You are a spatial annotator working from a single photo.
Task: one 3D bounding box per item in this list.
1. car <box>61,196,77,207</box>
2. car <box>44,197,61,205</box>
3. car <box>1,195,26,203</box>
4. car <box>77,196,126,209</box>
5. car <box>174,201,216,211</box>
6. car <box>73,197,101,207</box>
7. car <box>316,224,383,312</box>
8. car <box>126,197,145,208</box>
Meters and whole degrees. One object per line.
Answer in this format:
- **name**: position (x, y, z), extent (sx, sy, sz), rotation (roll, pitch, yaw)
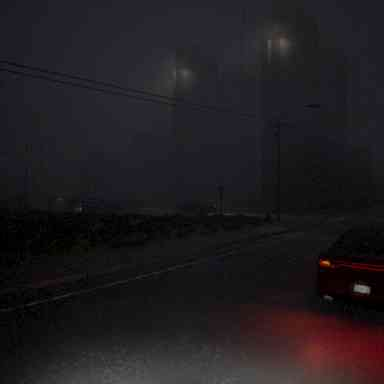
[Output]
- **car**: position (-17.355, 1.416, 50.509), extent (4.553, 1.767, 2.097), rotation (0, 0, 39)
- **car**: position (-25.563, 1.583, 61.736), extent (4.902, 1.511, 2.128), rotation (0, 0, 39)
- **car**: position (-29.557, 1.415, 55.222), extent (1.905, 1.878, 3.866), rotation (0, 0, 40)
- **car**: position (-10.827, 1.525, 39.888), extent (2.242, 1.667, 4.611), rotation (0, 0, 40)
- **car**: position (0.367, 1.612, 36.126), extent (4.718, 1.301, 1.895), rotation (0, 0, 39)
- **car**: position (-17.415, 1.558, 55.234), extent (4.902, 1.511, 2.128), rotation (0, 0, 39)
- **car**: position (4.412, 1.471, 7.495), extent (1.882, 1.535, 5.008), rotation (0, 0, 39)
- **car**: position (-9.012, 1.519, 48.473), extent (5.008, 1.535, 1.882), rotation (-1, 0, 39)
